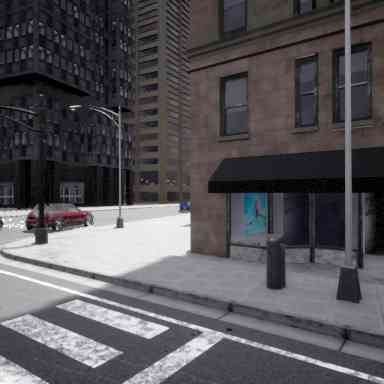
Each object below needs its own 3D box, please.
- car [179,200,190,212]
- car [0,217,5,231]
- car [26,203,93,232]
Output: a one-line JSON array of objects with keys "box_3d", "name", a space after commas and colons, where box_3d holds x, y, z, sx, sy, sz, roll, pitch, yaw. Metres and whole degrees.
[{"box_3d": [-0.019, 1.890, 44.882, 1.882, 1.535, 5.008, 0, -1, 22], "name": "car"}, {"box_3d": [-12.707, 1.607, 18.379, 1.812, 1.442, 4.674, 0, -1, 16], "name": "car"}, {"box_3d": [-8.364, 1.476, 21.483, 2.097, 1.767, 4.553, 0, -1, 17], "name": "car"}]
